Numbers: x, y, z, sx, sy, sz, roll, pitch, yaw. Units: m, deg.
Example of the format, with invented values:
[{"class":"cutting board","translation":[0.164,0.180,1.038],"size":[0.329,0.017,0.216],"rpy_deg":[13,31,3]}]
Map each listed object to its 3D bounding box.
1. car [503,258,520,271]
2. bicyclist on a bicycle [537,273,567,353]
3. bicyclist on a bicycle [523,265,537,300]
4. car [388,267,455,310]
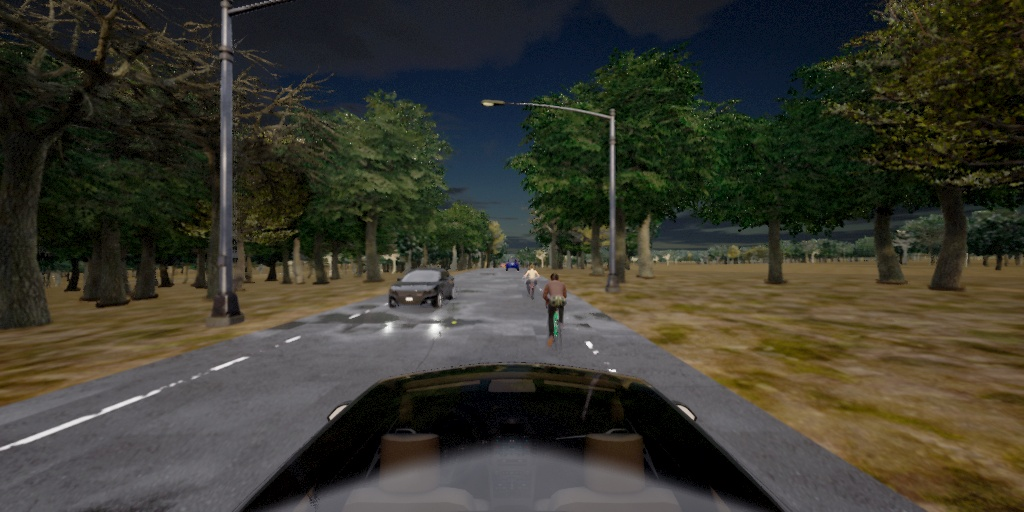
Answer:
[{"class":"car","translation":[0.090,1.436,60.956],"size":[2.150,2.045,5.566],"rpy_deg":[0,-1,0]},{"class":"bicyclist on a bicycle","translation":[0.960,1.209,7.913],"size":[0.582,1.620,1.656],"rpy_deg":[0,0,0]},{"class":"bicyclist on a bicycle","translation":[0.941,1.215,16.993],"size":[0.866,1.612,1.509],"rpy_deg":[0,0,0]},{"class":"car","translation":[-3.602,1.248,15.061],"size":[1.882,1.535,5.008],"rpy_deg":[0,0,0]}]
